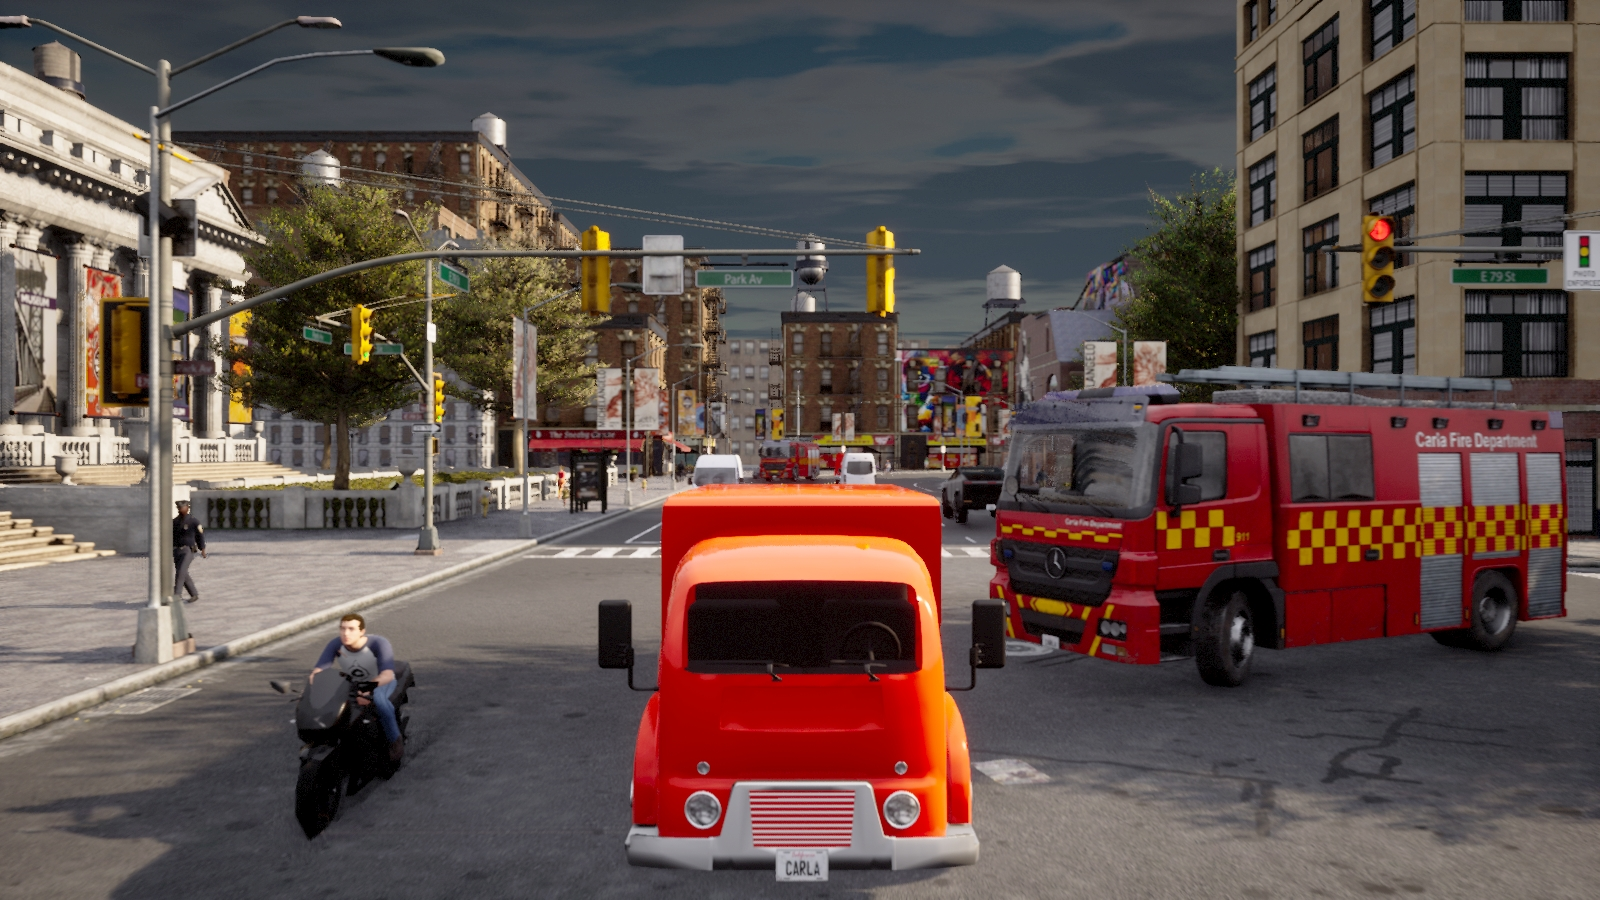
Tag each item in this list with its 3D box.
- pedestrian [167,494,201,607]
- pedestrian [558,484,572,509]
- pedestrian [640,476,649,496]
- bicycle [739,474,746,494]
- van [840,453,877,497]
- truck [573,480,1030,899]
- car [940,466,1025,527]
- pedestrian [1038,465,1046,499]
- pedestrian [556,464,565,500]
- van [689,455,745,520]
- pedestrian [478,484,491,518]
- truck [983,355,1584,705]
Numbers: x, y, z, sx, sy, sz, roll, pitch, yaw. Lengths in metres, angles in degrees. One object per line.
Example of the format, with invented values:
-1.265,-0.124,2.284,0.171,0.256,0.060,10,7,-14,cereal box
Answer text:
-10.346,1.680,19.206,0.375,1.860,0.375,0,0,-3,pedestrian
-10.360,2.037,50.379,0.500,1.100,0.500,0,0,6,pedestrian
-8.833,2.027,64.770,0.500,1.100,0.500,0,0,-5,pedestrian
-3.605,2.152,71.578,0.373,1.196,1.643,0,0,0,bicycle
3.552,1.481,70.389,1.988,2.561,5.915,0,0,0,van
0.005,1.556,9.185,2.627,2.467,5.204,0,0,0,truck
6.975,1.719,44.392,2.390,2.098,6.274,0,0,1,car
13.572,1.799,64.126,0.375,1.860,0.375,0,0,0,pedestrian
-12.410,1.651,59.255,0.375,1.860,0.375,0,0,3,pedestrian
-3.460,1.497,48.603,1.988,2.561,5.915,0,0,0,van
-12.101,1.943,43.833,0.375,1.300,0.375,0,0,7,pedestrian
6.828,0.878,15.716,8.468,3.827,2.891,0,0,-27,truck
